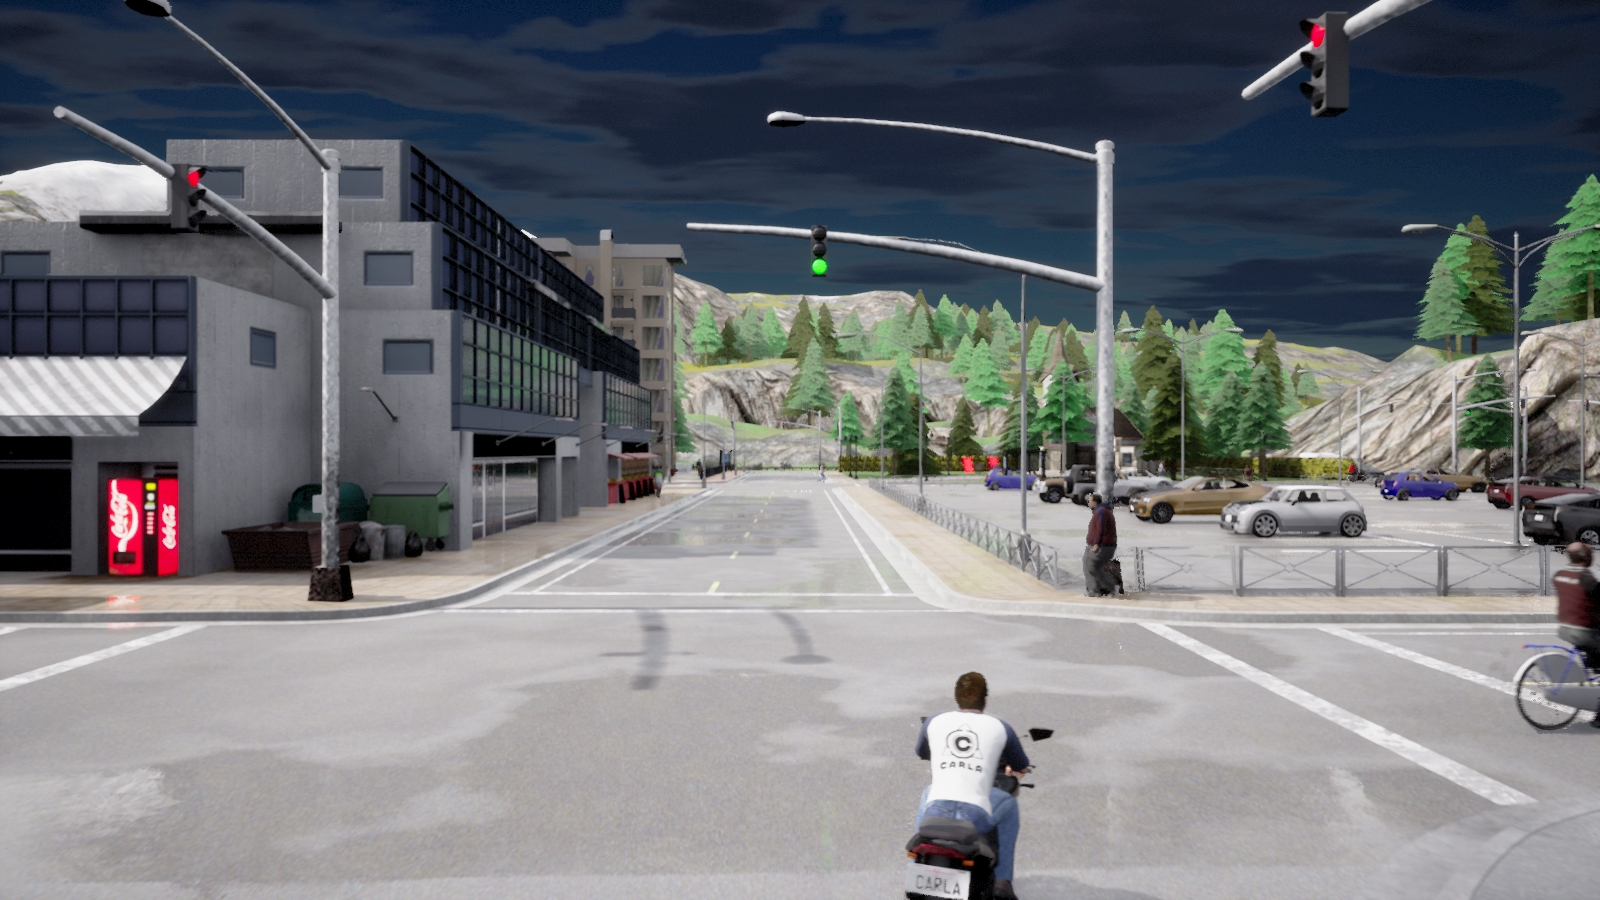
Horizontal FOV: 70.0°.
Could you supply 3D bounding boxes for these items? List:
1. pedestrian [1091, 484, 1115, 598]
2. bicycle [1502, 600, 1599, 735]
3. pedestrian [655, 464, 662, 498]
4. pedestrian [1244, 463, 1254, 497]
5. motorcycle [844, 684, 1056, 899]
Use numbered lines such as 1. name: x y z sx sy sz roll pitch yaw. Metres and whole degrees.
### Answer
1. pedestrian: 5.047 1.511 19.028 0.375 1.860 0.375 0 0 17
2. bicycle: 7.551 2.016 10.728 1.835 1.171 0.329 0 1 -8
3. pedestrian: -7.801 1.684 62.905 0.375 1.860 0.375 0 0 -2
4. pedestrian: 25.083 1.667 63.783 0.375 1.860 0.375 0 0 -7
5. motorcycle: 0.898 2.141 6.294 0.803 1.145 2.033 2 4 17
